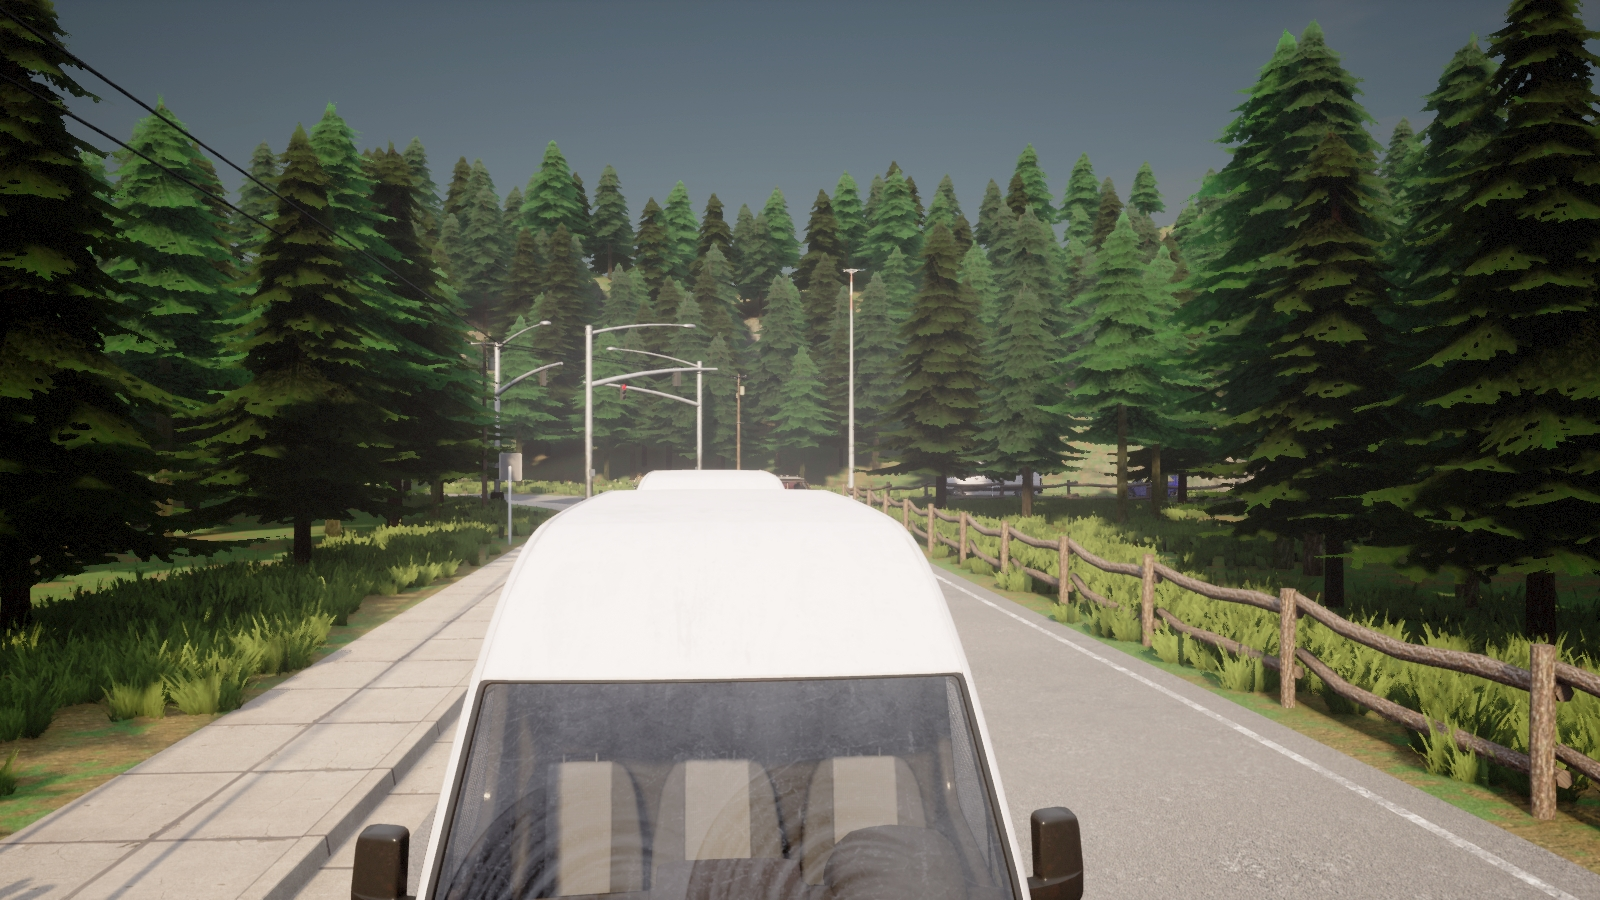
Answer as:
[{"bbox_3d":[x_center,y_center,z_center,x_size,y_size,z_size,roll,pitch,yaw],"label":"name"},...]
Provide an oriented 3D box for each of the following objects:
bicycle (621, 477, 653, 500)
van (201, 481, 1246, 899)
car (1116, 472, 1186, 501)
[{"bbox_3d":[-9.038,2.128,63.353,1.487,1.276,0.859,0,-2,35],"label":"bicycle"},{"bbox_3d":[-0.345,1.499,5.128,1.988,2.561,5.915,0,0,-5],"label":"van"},{"bbox_3d":[19.654,2.038,63.914,3.633,1.501,1.845,0,0,20],"label":"car"}]
